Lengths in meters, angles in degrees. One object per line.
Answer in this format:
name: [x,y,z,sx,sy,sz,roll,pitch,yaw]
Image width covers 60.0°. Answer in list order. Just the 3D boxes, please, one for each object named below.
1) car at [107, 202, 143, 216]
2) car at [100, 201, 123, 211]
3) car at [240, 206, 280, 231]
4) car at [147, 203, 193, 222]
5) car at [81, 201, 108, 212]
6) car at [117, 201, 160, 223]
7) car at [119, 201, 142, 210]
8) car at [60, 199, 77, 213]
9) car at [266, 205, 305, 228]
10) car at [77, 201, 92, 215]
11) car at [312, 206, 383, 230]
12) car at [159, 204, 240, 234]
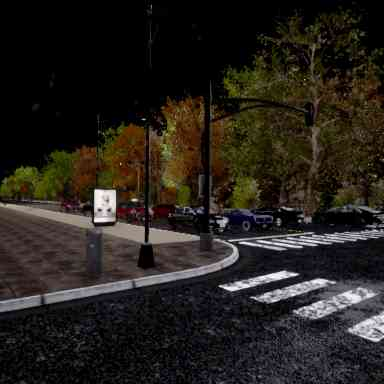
car: [-7.560,1.871,37.215,2.033,1.411,5.357,1,-1,-34]
car: [-12.063,2.025,49.657,1.812,1.442,4.674,1,-1,-34]
car: [3.116,1.732,21.764,1.895,1.301,4.718,1,-1,-35]
car: [-2.036,1.750,29.220,1.812,1.442,4.674,1,-1,-35]
car: [-13.556,1.980,45.955,2.033,1.411,5.357,1,-1,-34]
car: [-4.923,1.537,27.686,2.097,1.767,4.553,1,-1,-35]
car: [-9.742,2.115,52.142,1.994,1.385,4.181,1,-1,-35]
car: [-15.726,1.732,43.375,2.097,1.767,4.553,1,-1,-34]
car: [5.762,1.686,24.007,1.837,1.490,4.892,1,-1,-35]
car: [-10.126,1.770,35.218,2.128,1.511,4.902,1,-1,-35]
car: [10.575,1.677,22.760,2.128,1.511,4.902,1,-1,-35]
car: [0.293,1.582,20.113,2.128,1.511,4.902,1,-1,-34]
